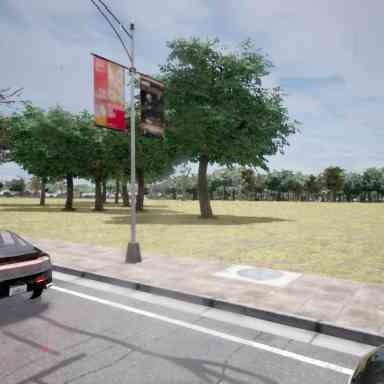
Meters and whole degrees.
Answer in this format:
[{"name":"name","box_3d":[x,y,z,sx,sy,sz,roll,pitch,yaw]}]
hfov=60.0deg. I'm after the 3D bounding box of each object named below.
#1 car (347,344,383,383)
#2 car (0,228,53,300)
[{"name":"car","box_3d":[3.267,1.493,1.346,4.902,1.511,2.128,0,0,36]},{"name":"car","box_3d":[-5.009,1.515,7.229,4.902,1.511,2.128,0,0,36]}]
